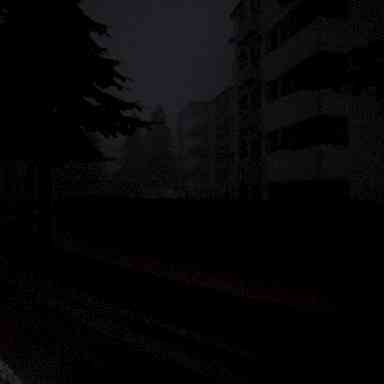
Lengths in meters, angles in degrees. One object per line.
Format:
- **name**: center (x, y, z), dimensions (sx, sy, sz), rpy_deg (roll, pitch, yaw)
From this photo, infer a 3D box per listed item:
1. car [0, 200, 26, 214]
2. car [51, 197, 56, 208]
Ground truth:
- **car**: center (-20.272, 1.766, 38.610), dimensions (1.994, 1.385, 4.181), rpy_deg (0, 0, 2)
- **car**: center (-19.236, 1.583, 49.213), dimensions (2.097, 1.767, 4.553), rpy_deg (0, 0, 16)
